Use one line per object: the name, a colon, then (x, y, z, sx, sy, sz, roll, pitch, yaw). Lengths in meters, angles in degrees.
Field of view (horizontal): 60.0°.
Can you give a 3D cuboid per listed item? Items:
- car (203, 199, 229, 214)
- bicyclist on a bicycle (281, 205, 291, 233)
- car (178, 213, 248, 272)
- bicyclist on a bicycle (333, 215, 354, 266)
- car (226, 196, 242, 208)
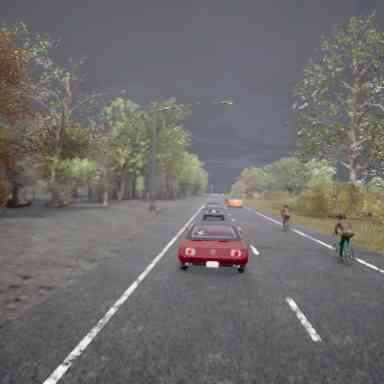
car: (1.925, 1.637, 29.129, 2.033, 1.411, 5.357, 1, 0, 4)
bicyclist on a bicycle: (5.704, 1.629, 20.190, 0.582, 1.620, 1.656, 1, 0, 4)
car: (0.705, 1.634, 11.001, 1.895, 1.301, 4.718, 1, 0, 4)
bicyclist on a bicycle: (5.100, 1.601, 11.209, 0.582, 1.620, 1.656, 1, 0, 4)
car: (7.210, 1.616, 55.372, 2.097, 1.767, 4.553, 1, 0, 4)
